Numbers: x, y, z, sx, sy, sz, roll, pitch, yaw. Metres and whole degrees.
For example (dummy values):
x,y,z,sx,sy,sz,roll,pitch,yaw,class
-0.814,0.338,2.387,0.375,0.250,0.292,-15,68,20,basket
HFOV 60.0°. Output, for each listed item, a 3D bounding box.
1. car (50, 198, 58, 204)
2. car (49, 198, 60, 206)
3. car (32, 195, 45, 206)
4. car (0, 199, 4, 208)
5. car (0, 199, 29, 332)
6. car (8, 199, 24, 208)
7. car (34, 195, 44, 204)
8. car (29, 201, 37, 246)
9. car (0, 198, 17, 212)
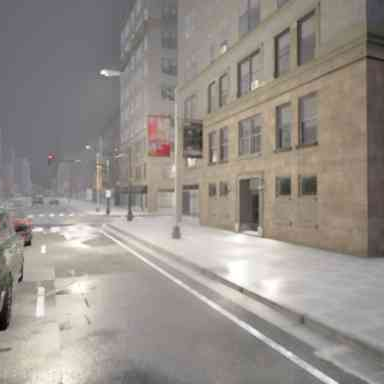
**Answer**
x,y,z,sx,sy,sz,roll,pitch,yaw,class
-33.744,2.125,81.119,1.812,1.442,4.674,0,-1,-24,car
-29.576,2.146,71.569,1.837,1.490,4.892,0,-1,-24,car
-32.566,1.848,70.299,2.150,2.045,5.566,0,-1,-24,car
-34.626,2.002,58.758,1.837,1.490,4.892,0,0,-23,car
-4.644,1.276,6.582,2.150,2.045,5.566,0,-1,-23,car
-31.618,2.035,59.982,2.128,1.511,4.902,0,-1,-23,car
-36.733,1.803,79.850,2.150,2.045,5.566,0,-1,-24,car
-8.623,1.488,15.633,2.097,1.767,4.553,0,-1,-24,car
-25.678,1.755,46.197,2.097,1.767,4.553,0,-1,-23,car
